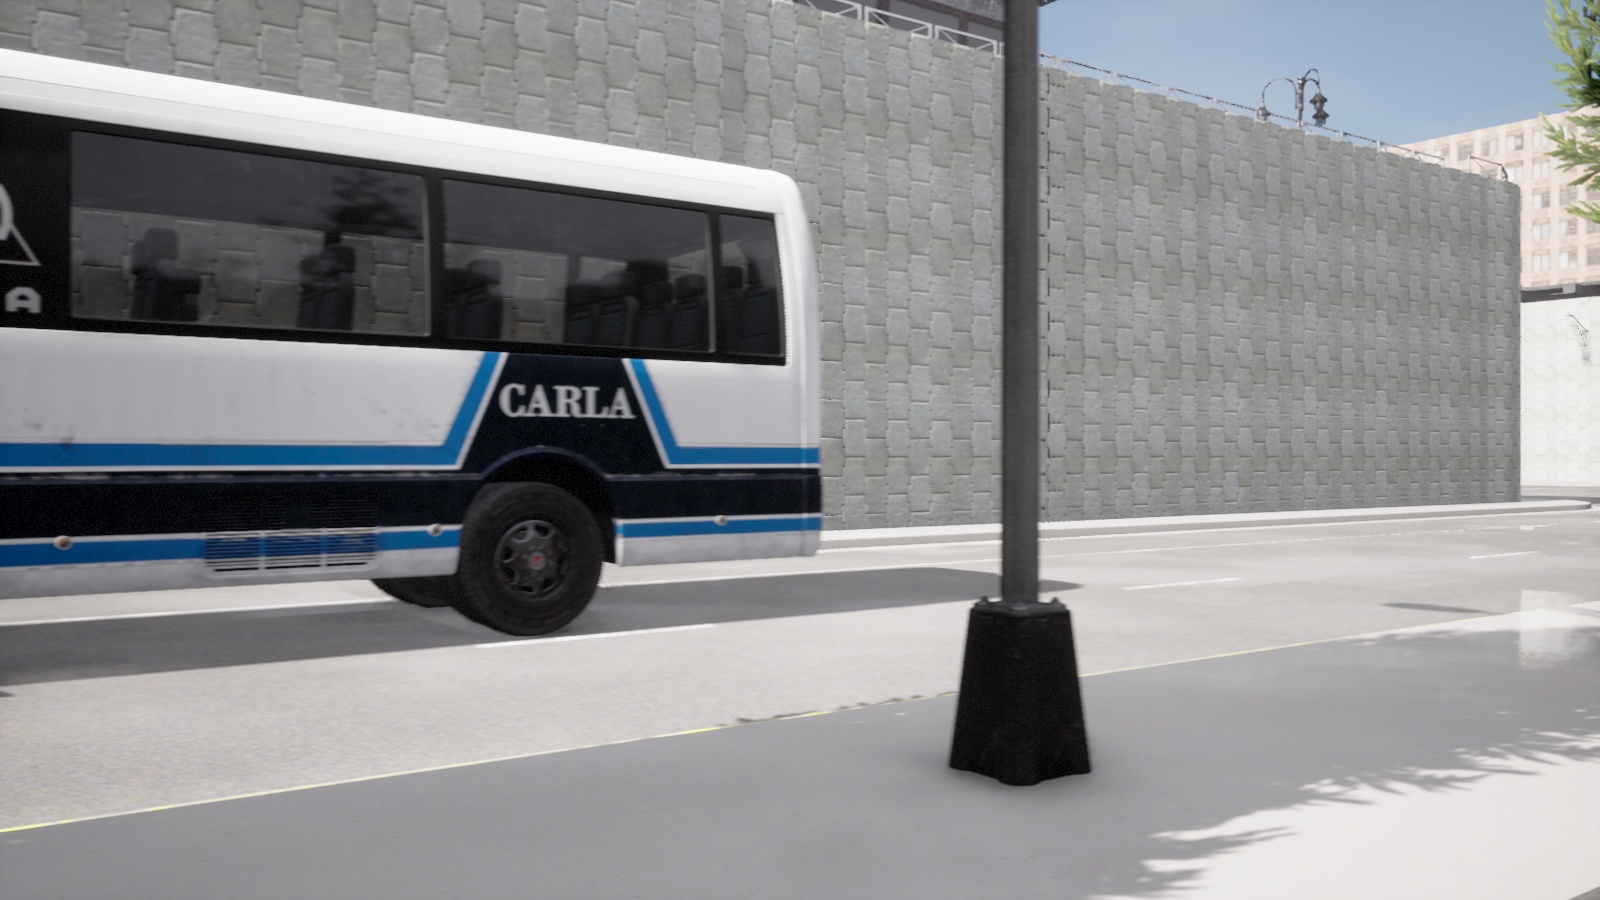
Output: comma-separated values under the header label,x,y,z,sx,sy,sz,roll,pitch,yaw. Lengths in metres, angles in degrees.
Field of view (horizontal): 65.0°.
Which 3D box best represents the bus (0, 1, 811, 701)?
label,x,y,z,sx,sy,sz,roll,pitch,yaw
bus,-5.246,-0.597,9.760,10.273,4.253,3.944,0,0,-35
